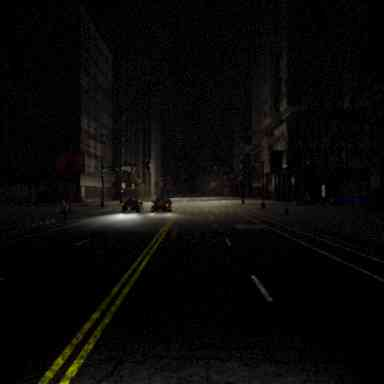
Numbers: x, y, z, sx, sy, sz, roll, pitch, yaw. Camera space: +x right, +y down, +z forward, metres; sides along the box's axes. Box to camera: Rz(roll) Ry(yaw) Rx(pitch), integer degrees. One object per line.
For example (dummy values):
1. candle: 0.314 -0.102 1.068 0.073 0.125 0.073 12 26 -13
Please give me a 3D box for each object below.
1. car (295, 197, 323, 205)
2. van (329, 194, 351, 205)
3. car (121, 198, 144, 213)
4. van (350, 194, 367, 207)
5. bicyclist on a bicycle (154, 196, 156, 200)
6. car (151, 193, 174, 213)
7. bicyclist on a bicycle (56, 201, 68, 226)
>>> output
1. car: 19.104 1.501 54.599 4.403 1.369 2.008 0 0 0
2. van: 24.722 1.280 54.577 3.998 1.788 1.690 0 0 0
3. car: -6.527 1.483 36.995 2.128 1.511 4.902 0 0 0
4. van: 24.691 1.272 46.052 3.998 1.788 1.690 0 0 0
5. bicyclist on a bicycle: -8.764 1.434 78.811 0.866 1.612 1.509 0 0 0
6. car: -3.280 1.341 36.757 2.097 1.767 4.553 0 0 0
7. bicyclist on a bicycle: -8.760 1.430 22.564 0.866 1.612 1.509 0 0 0
